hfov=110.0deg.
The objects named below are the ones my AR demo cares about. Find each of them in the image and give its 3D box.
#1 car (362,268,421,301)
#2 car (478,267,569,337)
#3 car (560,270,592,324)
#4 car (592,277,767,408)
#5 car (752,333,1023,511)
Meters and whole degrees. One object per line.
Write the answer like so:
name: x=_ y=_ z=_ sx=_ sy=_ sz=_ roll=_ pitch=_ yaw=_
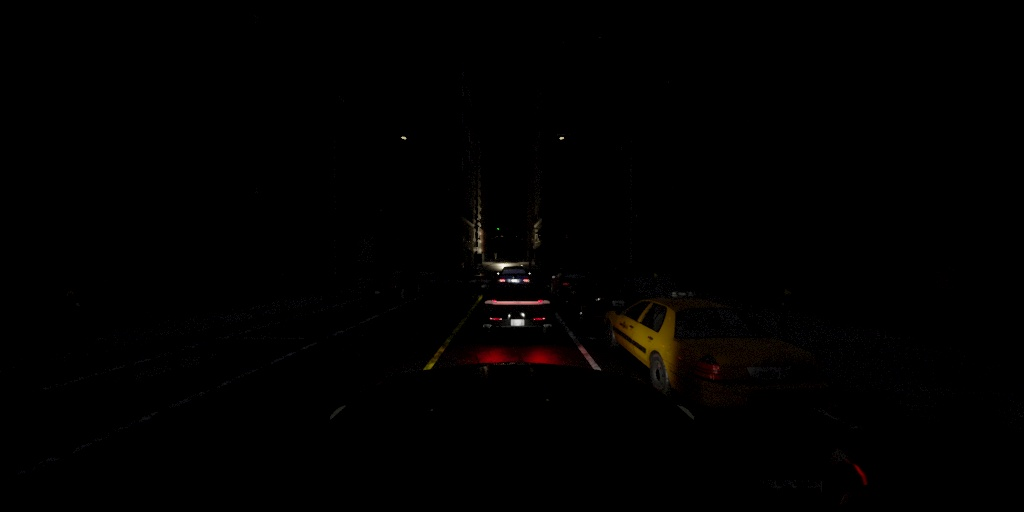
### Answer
car: x=-5.662 y=1.289 z=17.318 sx=1.888 sy=1.381 sz=4.507 roll=0 pitch=0 yaw=0
car: x=0.107 y=1.239 z=10.256 sx=2.128 sy=1.511 sz=4.902 roll=0 pitch=0 yaw=0
car: x=2.880 y=1.312 z=11.730 sx=1.948 sy=1.339 sz=4.313 roll=0 pitch=0 yaw=0
car: x=2.876 y=1.274 z=6.314 sx=1.751 sy=1.417 sz=4.829 roll=0 pitch=0 yaw=0
car: x=2.872 y=1.301 z=0.558 sx=2.007 sy=1.370 sz=4.403 roll=0 pitch=0 yaw=0
